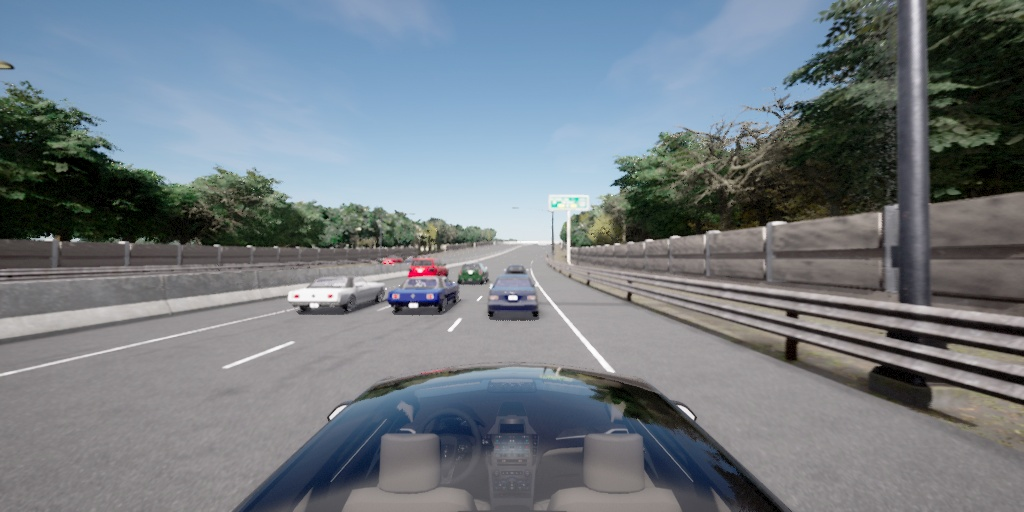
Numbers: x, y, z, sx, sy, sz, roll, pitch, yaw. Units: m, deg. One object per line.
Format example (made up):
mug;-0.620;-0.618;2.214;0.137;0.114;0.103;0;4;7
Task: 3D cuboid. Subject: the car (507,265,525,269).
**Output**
car;0.346;1.484;29.879;1.837;1.490;4.892;0;0;2

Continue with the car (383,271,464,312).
car;-3.417;1.476;14.827;1.895;1.301;4.718;0;-1;1

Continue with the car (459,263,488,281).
car;-3.154;1.326;29.869;2.097;1.767;4.553;0;0;2

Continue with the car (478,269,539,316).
car;0.066;1.416;14.063;2.033;1.411;5.357;0;-1;1

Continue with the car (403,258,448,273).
car;-6.686;1.197;29.104;2.150;2.045;5.566;0;0;2

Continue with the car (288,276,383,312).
car;-6.917;1.476;14.869;1.895;1.301;4.718;0;-1;1
